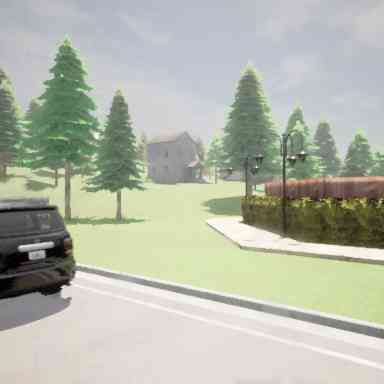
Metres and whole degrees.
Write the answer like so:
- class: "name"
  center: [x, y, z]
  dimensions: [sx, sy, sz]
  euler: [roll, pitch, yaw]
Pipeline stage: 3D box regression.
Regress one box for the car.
- class: "car"
  center: [-4.964, 1.222, 7.534]
  dimensions: [5.566, 2.045, 2.150]
  euler: [0, 0, 36]
